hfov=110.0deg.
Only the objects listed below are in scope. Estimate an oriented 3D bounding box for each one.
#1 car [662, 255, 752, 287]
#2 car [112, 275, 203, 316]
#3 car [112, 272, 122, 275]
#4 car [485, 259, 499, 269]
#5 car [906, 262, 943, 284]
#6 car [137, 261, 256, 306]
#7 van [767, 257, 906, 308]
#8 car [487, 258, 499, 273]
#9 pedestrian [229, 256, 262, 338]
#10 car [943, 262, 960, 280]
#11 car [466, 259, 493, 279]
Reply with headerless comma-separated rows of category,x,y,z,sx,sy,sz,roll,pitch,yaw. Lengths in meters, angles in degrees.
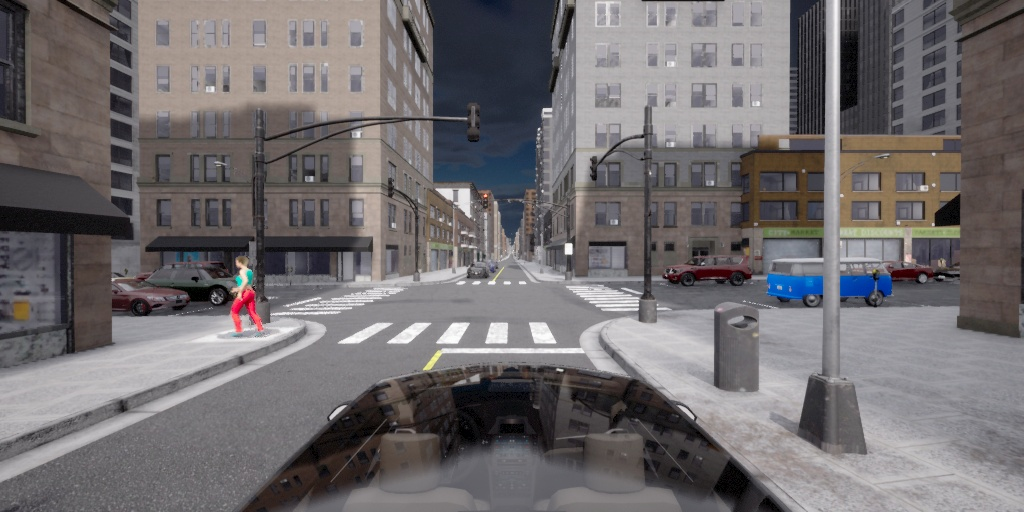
car,12.103,0.872,22.291,5.009,1.841,2.192,0,0,0
car,-14.814,1.528,13.708,4.207,1.307,1.802,0,0,0
car,-26.012,1.551,22.210,4.829,1.417,1.751,0,0,0
car,-3.062,1.288,56.229,1.837,1.490,4.892,0,0,0
car,23.321,0.964,22.315,4.507,1.381,1.888,0,0,0
car,-14.005,1.269,16.351,4.553,1.767,2.097,-1,0,0
van,12.122,0.957,13.766,3.998,1.789,1.690,0,0,0
car,-3.074,1.116,43.545,2.097,1.767,4.553,0,0,0
pedestrian,-6.006,0.891,8.044,0.375,1.860,0.375,0,0,0
car,28.930,0.916,22.327,4.313,1.339,1.948,0,0,0
car,-3.083,1.260,33.387,1.837,1.490,4.892,0,0,0
